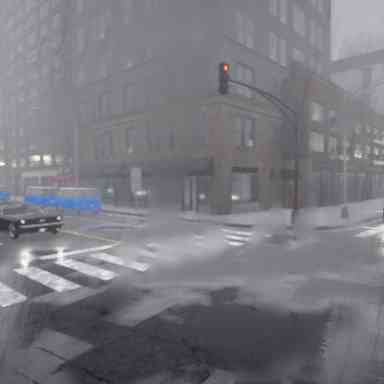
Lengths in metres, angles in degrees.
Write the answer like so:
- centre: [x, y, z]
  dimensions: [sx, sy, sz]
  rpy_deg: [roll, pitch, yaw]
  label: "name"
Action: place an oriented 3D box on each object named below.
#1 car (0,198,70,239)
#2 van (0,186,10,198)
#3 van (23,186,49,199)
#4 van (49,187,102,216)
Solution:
- centre: [-7.534, 1.133, 14.460]
  dimensions: [4.718, 1.301, 1.895]
  rpy_deg: [2, 3, 40]
  label: "car"
- centre: [-19.863, 0.230, 33.628]
  dimensions: [3.998, 1.788, 1.690]
  rpy_deg: [2, 2, 43]
  label: "van"
- centre: [-11.777, 0.467, 26.200]
  dimensions: [3.998, 1.788, 1.690]
  rpy_deg: [2, 2, 43]
  label: "van"
- centre: [-7.733, 0.586, 22.485]
  dimensions: [3.998, 1.788, 1.690]
  rpy_deg: [2, 2, 43]
  label: "van"
